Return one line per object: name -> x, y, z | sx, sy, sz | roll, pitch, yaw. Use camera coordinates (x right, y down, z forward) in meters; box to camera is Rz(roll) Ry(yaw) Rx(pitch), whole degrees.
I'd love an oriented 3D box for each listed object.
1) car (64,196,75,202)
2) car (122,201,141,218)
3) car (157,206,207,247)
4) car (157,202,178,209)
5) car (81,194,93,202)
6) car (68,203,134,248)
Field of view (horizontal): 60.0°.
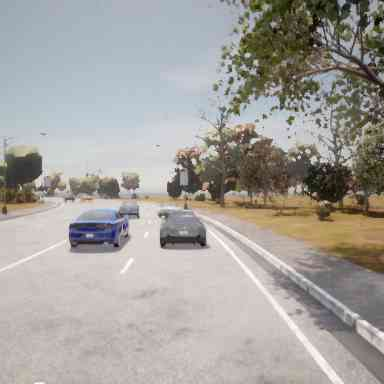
car -> -25.443, 1.388, 69.175 | 1.895, 1.301, 4.718 | 0, 0, -26
car -> -5.623, 1.533, 29.854 | 2.033, 1.411, 5.357 | 0, 0, -9
car -> -0.460, 1.558, 15.014 | 1.994, 1.385, 4.181 | 0, 0, -4
car -> -2.173, 1.589, 30.440 | 1.895, 1.301, 4.718 | 0, 0, -9
car -> -22.358, 1.272, 70.831 | 1.882, 1.535, 5.008 | 0, 0, -26
car -> -3.953, 1.469, 14.786 | 1.882, 1.535, 5.008 | 0, 0, -4
